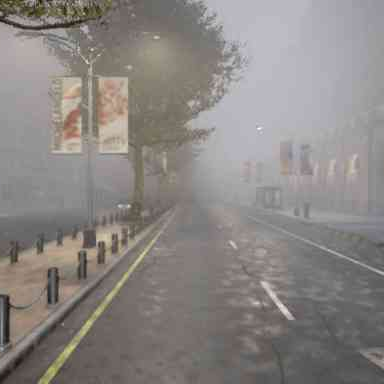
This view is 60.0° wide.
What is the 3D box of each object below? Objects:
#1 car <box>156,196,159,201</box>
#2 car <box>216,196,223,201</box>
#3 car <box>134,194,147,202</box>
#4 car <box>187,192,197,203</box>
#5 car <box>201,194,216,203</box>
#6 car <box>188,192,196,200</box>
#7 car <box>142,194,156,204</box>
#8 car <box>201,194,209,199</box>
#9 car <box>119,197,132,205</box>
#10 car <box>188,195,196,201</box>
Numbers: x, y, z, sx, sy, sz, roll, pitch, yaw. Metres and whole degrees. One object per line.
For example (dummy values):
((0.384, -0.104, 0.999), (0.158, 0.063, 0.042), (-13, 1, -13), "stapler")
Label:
((-8.011, 1.499, 74.643), (1.994, 1.385, 4.181), (0, 0, 0), "car")
((6.737, 1.533, 83.835), (1.895, 1.301, 4.718), (0, 0, 0), "car")
((-11.511, 1.302, 74.696), (2.097, 1.767, 4.553), (0, 0, 0), "car")
((-0.010, 1.304, 70.957), (2.097, 1.767, 4.553), (0, 0, 0), "car")
((3.490, 1.543, 70.935), (1.895, 1.301, 4.718), (0, 0, 0), "car")
((-0.014, 0.985, 91.322), (2.150, 2.045, 5.566), (0, 0, 0), "car")
((-8.059, 1.436, 58.815), (1.882, 1.535, 5.008), (0, 0, 1), "car")
((3.486, 1.312, 91.293), (1.994, 1.385, 4.181), (0, 0, 0), "car")
((-11.552, 1.559, 58.817), (1.895, 1.301, 4.718), (0, 0, 1), "car")
((-0.012, 1.489, 81.249), (1.994, 1.385, 4.181), (0, 0, 0), "car")
